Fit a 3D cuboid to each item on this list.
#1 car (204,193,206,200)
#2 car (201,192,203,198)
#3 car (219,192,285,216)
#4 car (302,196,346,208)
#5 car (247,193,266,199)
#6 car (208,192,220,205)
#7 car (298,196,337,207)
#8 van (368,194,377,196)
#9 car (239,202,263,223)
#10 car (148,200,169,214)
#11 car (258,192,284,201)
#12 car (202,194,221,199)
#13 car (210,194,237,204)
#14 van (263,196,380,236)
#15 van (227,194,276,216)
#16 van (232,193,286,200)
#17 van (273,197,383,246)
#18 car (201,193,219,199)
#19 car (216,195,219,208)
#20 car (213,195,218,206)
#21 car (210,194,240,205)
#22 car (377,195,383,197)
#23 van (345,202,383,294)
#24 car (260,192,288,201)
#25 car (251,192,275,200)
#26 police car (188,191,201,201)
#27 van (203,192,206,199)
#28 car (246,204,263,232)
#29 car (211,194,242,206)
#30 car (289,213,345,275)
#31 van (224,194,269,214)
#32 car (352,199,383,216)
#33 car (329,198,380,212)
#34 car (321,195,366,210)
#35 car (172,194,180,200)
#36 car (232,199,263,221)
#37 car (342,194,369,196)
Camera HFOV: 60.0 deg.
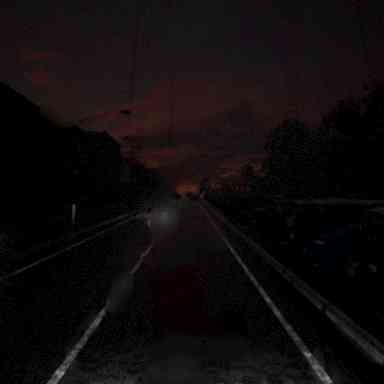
[{"bbox_3d":[5.315,1.293,62.786,5.008,1.535,2.097,0,0,0],"label":"car"},{"bbox_3d":[5.204,1.201,79.602,5.008,1.535,2.097,0,0,0],"label":"car"},{"bbox_3d":[5.514,1.228,29.146,5.566,2.045,2.435,0,0,0],"label":"car"},{"bbox_3d":[18.323,1.381,46.450,5.366,1.575,1.946,0,0,0],"label":"car"},{"bbox_3d":[18.190,1.157,93.820,5.008,1.535,2.097,0,0,0],"label":"car"},{"bbox_3d":[5.403,1.135,45.966,5.566,2.045,2.435,0,0,0],"label":"car"},{"bbox_3d":[18.495,1.370,49.228,4.892,1.521,2.231,0,0,0],"label":"car"},{"bbox_3d":[18.734,1.251,29.798,4.442,1.987,1.878,0,0,0],"label":"van"},{"bbox_3d":[5.595,1.553,20.736,4.674,1.452,2.002,0,0,0],"label":"car"},{"bbox_3d":[-3.531,1.557,35.563,1.895,1.301,4.718,0,0,0],"label":"car"},{"bbox_3d":[18.277,0.963,77.111,5.566,2.045,2.435,0,0,0],"label":"car"},{"bbox_3d":[5.150,1.171,88.007,4.892,1.521,2.231,0,0,0],"label":"car"},{"bbox_3d":[5.388,1.199,57.179,4.553,1.767,2.185,0,0,0],"label":"car"},{"bbox_3d":[5.751,1.291,15.126,4.442,1.987,1.878,0,0,0],"label":"van"},{"bbox_3d":[5.640,1.238,31.951,4.442,1.987,1.878,0,0,0],"label":"van"},{"bbox_3d":[5.677,1.269,26.346,4.442,1.987,1.878,0,0,0],"label":"van"},{"bbox_3d":[5.536,1.289,12.323,4.442,1.987,1.878,0,0,0],"label":"van"},{"bbox_3d":[5.112,1.157,93.618,5.008,1.535,2.097,0,0,0],"label":"car"},{"bbox_3d":[5.480,1.434,37.558,4.892,1.521,2.231,0,0,0],"label":"car"},{"bbox_3d":[5.447,1.442,43.164,4.674,1.452,2.002,0,0,0],"label":"car"},{"bbox_3d":[5.344,1.214,54.376,4.553,1.767,2.185,0,0,0],"label":"car"},{"bbox_3d":[18.665,1.241,27.021,5.566,2.045,2.435,0,0,0],"label":"car"},{"bbox_3d":[5.807,1.277,6.714,4.442,1.987,1.878,0,0,0],"label":"van"},{"bbox_3d":[18.295,0.978,74.449,5.566,2.045,2.435,0,0,0],"label":"car"},{"bbox_3d":[18.223,0.927,85.466,5.566,2.045,2.435,0,0,0],"label":"car"},{"bbox_3d":[0.574,1.172,76.809,1.930,1.638,5.238,0,0,0],"label":"police car"},{"bbox_3d":[5.148,1.021,71.194,4.442,1.987,1.878,0,0,0],"label":"van"},{"bbox_3d":[5.645,1.547,17.928,4.792,1.488,2.163,0,0,0],"label":"car"},{"bbox_3d":[5.363,1.230,51.573,4.553,1.767,2.185,0,0,0],"label":"car"},{"bbox_3d":[5.666,1.510,9.516,5.008,1.535,2.097,0,0,0],"label":"car"},{"bbox_3d":[5.622,1.223,34.754,4.442,1.987,1.878,0,0,0],"label":"van"},{"bbox_3d":[18.785,1.458,32.574,5.366,1.575,1.946,0,0,0],"label":"car"},{"bbox_3d":[18.534,1.460,38.124,4.792,1.488,2.163,0,0,0],"label":"car"},{"bbox_3d":[18.575,1.289,40.901,4.553,1.767,2.185,0,0,0],"label":"car"},{"bbox_3d":[-3.652,1.149,76.992,1.895,1.301,4.718,0,0,0],"label":"car"},{"bbox_3d":[5.585,1.505,23.539,4.892,1.521,2.231,0,0,0],"label":"car"},{"bbox_3d":[18.610,1.195,35.348,5.566,2.045,2.435,0,0,0],"label":"car"}]
